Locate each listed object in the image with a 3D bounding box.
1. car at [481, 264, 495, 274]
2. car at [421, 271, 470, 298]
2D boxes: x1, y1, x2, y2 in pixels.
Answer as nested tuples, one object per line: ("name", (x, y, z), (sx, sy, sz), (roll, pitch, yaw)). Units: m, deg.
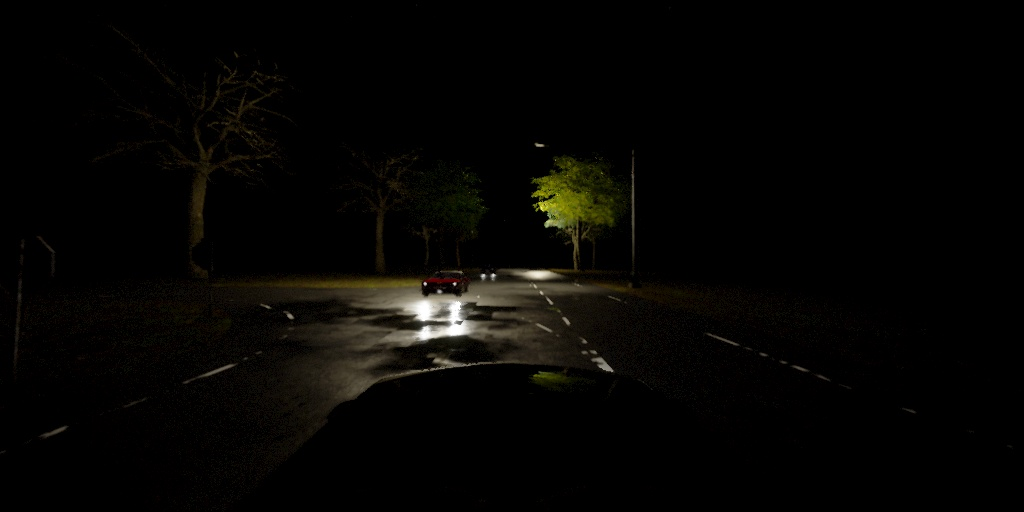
("car", (-3.552, 1.976, 53.982), (1.812, 1.442, 4.674), (0, -1, 0))
("car", (-3.483, 1.471, 19.458), (1.895, 1.301, 4.718), (1, -1, 0))
